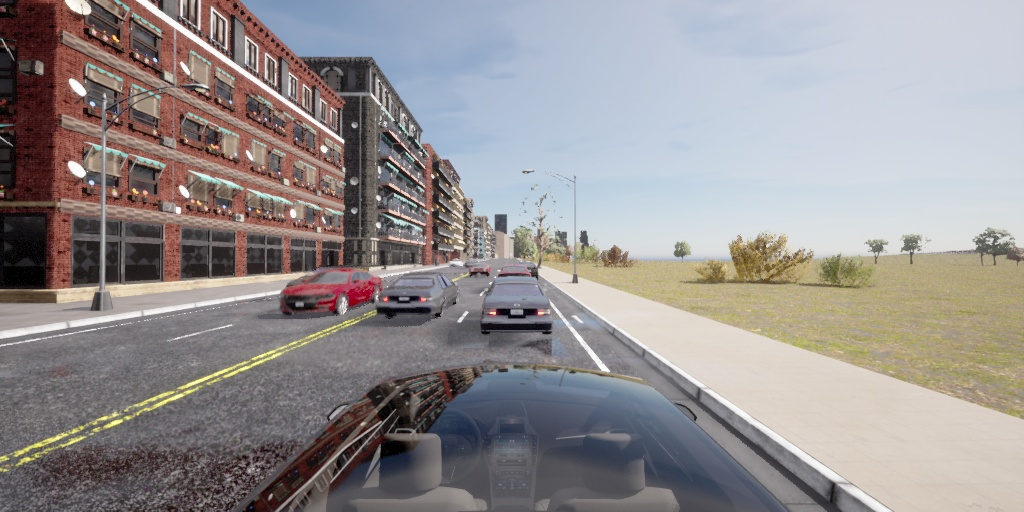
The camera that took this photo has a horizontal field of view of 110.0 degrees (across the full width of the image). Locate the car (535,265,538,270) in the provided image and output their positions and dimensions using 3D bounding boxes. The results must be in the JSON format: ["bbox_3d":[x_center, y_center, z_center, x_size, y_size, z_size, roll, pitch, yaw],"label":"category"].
[{"bbox_3d":[1.191,1.232,30.503,1.882,1.535,5.008,0,0,0],"label":"car"}]

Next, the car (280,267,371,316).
[{"bbox_3d":[-6.580,1.229,13.614,1.882,1.535,5.008,0,0,0],"label":"car"}]

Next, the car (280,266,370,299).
[{"bbox_3d":[-9.818,1.300,19.435,2.033,1.411,5.357,0,0,0],"label":"car"}]

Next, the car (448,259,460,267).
[{"bbox_3d":[-9.707,1.277,61.932,1.812,1.442,4.674,0,0,0],"label":"car"}]

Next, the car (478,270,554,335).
[{"bbox_3d":[0.115,1.299,10.525,2.033,1.411,5.357,0,0,0],"label":"car"}]

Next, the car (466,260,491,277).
[{"bbox_3d":[-3.087,1.355,35.810,1.895,1.301,4.718,0,0,0],"label":"car"}]

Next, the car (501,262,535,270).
[{"bbox_3d":[0.138,1.231,21.065,1.882,1.535,5.008,0,0,0],"label":"car"}]

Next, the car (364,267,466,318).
[{"bbox_3d":[-3.132,1.299,12.938,2.033,1.411,5.357,0,0,0],"label":"car"}]

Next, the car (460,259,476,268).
[{"bbox_3d":[-6.484,1.244,57.204,2.128,1.511,4.902,0,0,0],"label":"car"}]
